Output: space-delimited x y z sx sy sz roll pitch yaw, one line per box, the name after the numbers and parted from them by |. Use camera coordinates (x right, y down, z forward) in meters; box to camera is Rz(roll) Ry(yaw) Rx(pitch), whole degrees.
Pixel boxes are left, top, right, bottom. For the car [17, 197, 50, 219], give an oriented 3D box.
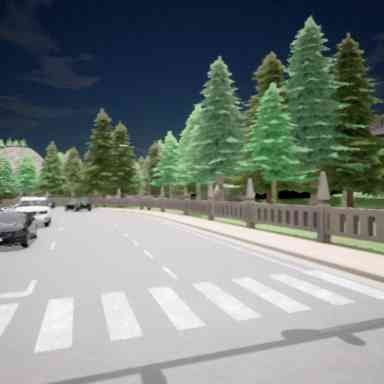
-16.405 1.526 34.265 2.150 2.045 5.566 -1 0 -35 | car

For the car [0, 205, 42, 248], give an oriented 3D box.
-8.389 1.634 15.456 1.882 1.535 5.008 -1 0 -19 | car

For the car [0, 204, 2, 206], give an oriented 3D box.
-17.892 1.837 29.976 1.837 1.490 4.892 -1 0 -31 | car

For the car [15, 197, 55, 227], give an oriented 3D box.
-11.639 1.437 24.630 2.150 2.045 5.566 -1 0 -21 | car

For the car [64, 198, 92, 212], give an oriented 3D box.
-15.022 1.629 43.691 2.097 1.767 4.553 -1 0 -43 | car
